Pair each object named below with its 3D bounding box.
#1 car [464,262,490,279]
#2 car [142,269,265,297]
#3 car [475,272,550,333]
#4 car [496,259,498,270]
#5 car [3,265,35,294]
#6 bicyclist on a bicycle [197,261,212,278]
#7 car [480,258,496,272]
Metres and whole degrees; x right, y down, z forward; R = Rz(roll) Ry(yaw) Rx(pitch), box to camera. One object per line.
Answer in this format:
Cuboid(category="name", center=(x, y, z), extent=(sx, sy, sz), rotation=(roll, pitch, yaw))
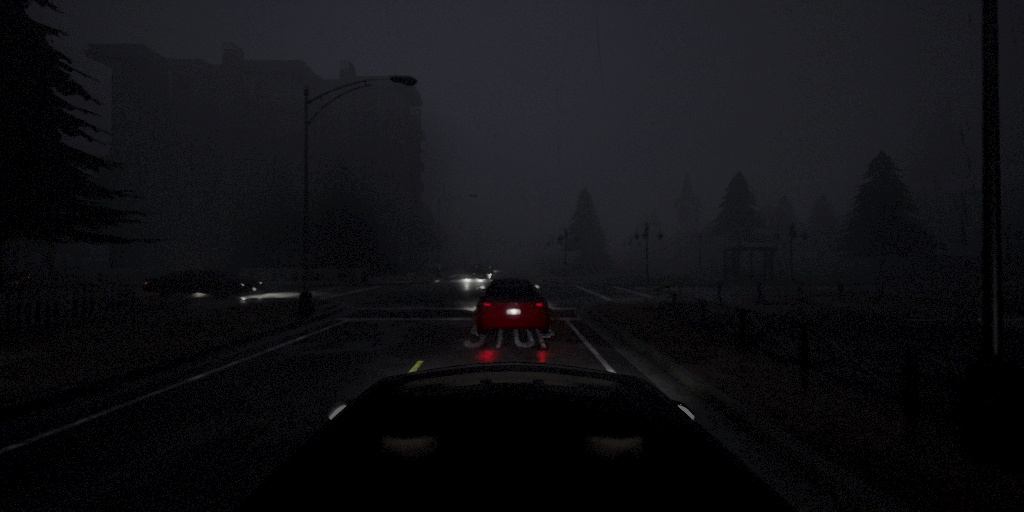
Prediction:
Cuboid(category="car", center=(-3.599, 1.531, 36.016), extent=(1.994, 1.385, 4.181), rotation=(0, 0, 0))
Cuboid(category="car", center=(-16.602, 1.424, 19.398), extent=(5.357, 1.411, 2.033), rotation=(0, 0, -1))
Cuboid(category="car", center=(-0.051, 1.373, 10.969), extent=(1.994, 1.385, 4.181), rotation=(0, 0, -3))
Cuboid(category="car", center=(-3.562, 1.353, 61.833), extent=(2.150, 2.045, 5.566), rotation=(0, -1, 0))
Cuboid(category="car", center=(-29.503, 1.097, 19.281), extent=(5.566, 2.045, 2.150), rotation=(0, 0, 0))
Cuboid(category="bicyclist on a bicycle", center=(-22.980, 1.224, 26.817), extent=(0.582, 1.620, 1.656), rotation=(0, 0, -1))
Cuboid(category="car", center=(-3.601, 1.388, 46.969), extent=(2.097, 1.767, 4.553), rotation=(0, 0, 0))
